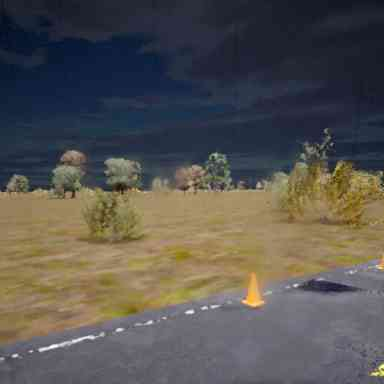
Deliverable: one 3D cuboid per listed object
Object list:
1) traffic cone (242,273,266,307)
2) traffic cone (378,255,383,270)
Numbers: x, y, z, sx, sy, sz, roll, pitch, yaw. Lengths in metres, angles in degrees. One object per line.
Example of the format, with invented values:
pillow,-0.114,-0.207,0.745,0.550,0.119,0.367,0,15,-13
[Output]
traffic cone,1.236,1.913,6.625,0.340,0.580,0.340,-1,0,-34
traffic cone,5.480,1.876,9.392,0.340,0.580,0.340,0,0,-32
